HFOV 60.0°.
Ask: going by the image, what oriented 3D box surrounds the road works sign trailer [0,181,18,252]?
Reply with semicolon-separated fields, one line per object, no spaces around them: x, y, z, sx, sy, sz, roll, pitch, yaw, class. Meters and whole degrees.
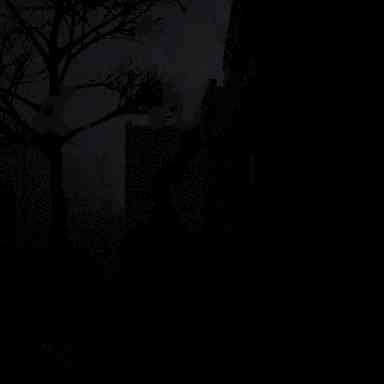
-7.743;0.942;10.855;3.560;2.380;2.880;-4;2;-9;road works sign trailer
